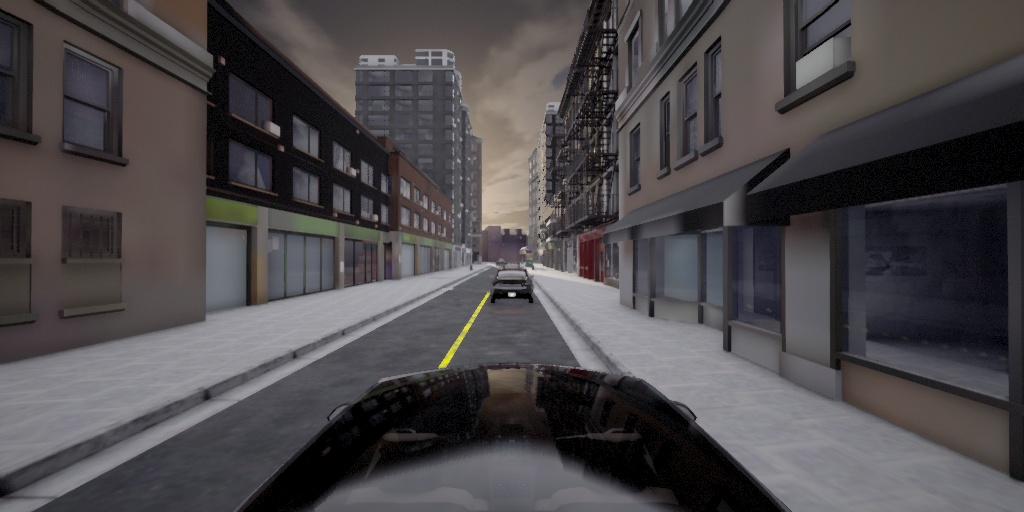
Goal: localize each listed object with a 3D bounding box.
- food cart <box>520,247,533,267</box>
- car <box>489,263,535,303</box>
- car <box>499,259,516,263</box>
[{"bbox_3d":[2.885,0.267,61.918,2.280,3.560,4.660,0,0,0],"label":"food cart"},{"bbox_3d":[0.000,1.270,16.501,1.837,1.490,4.892,0,0,0],"label":"car"},{"bbox_3d":[0.000,1.281,31.501,1.837,1.490,4.892,0,0,0],"label":"car"}]
